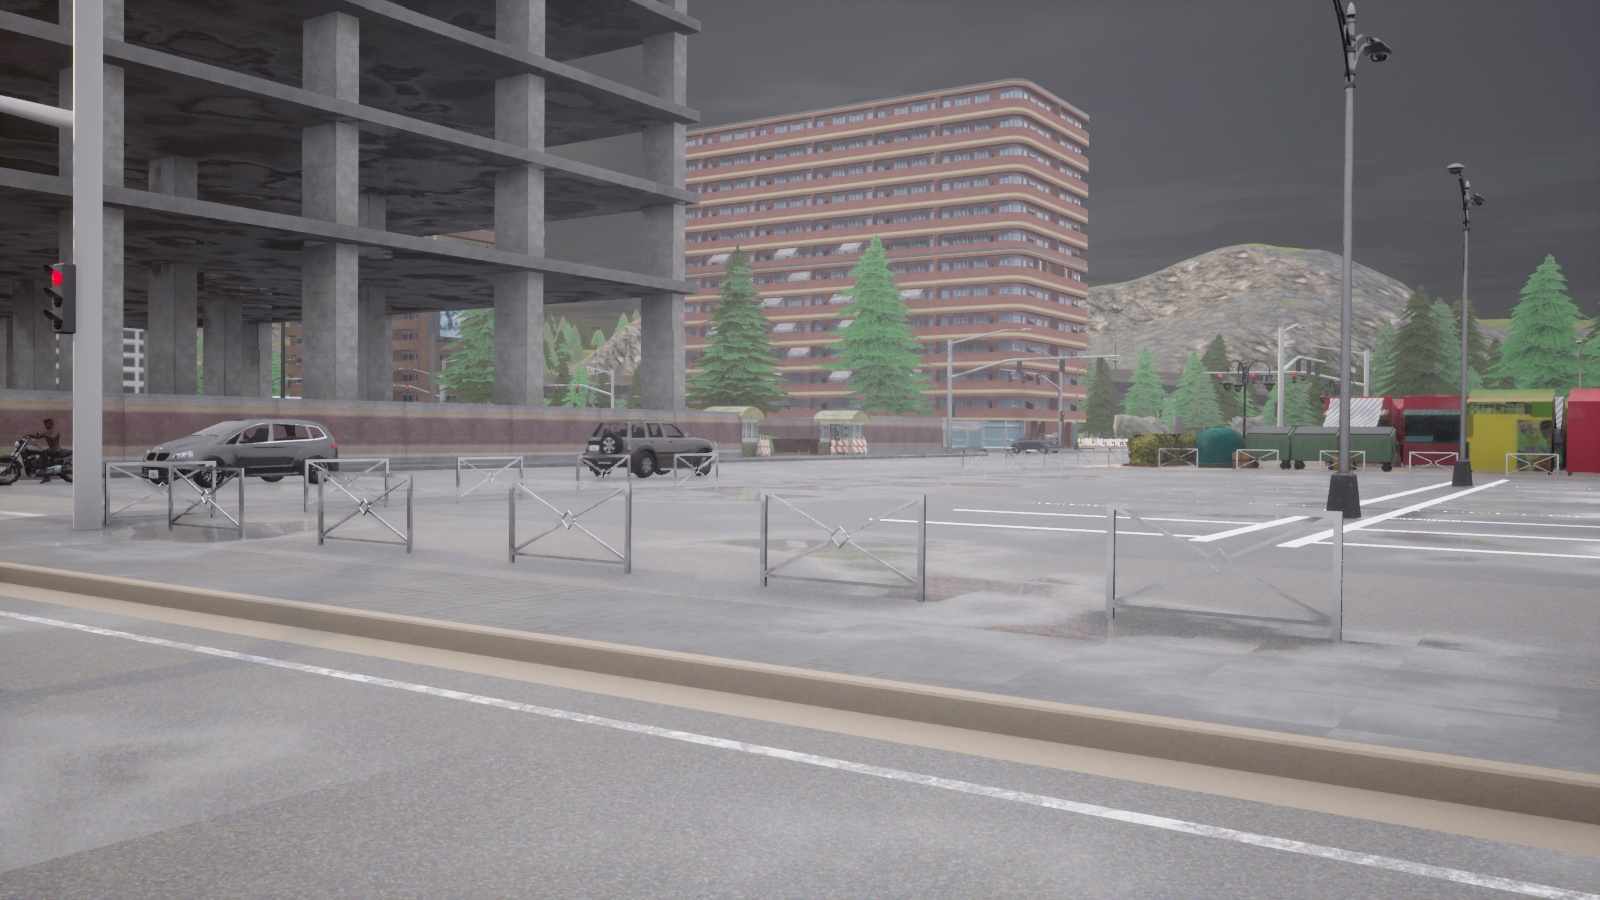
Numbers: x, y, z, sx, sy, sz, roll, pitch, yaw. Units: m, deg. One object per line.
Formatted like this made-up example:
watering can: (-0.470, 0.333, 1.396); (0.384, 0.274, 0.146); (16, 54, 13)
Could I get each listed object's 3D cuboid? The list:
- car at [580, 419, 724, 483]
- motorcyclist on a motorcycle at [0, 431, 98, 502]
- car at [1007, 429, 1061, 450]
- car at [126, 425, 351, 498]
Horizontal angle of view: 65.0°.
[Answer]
car: (-4.530, 0.000, 39.082); (1.932, 1.855, 4.605); (0, 1, 33)
motorcyclist on a motorcycle: (-18.503, 0.376, 30.585); (0.766, 1.649, 2.350); (0, 1, 33)
car: (17.877, -0.776, 95.997); (1.789, 1.549, 3.705); (-1, 0, -45)
car: (-13.865, 0.219, 31.270); (2.242, 1.667, 4.611); (0, 1, 33)
